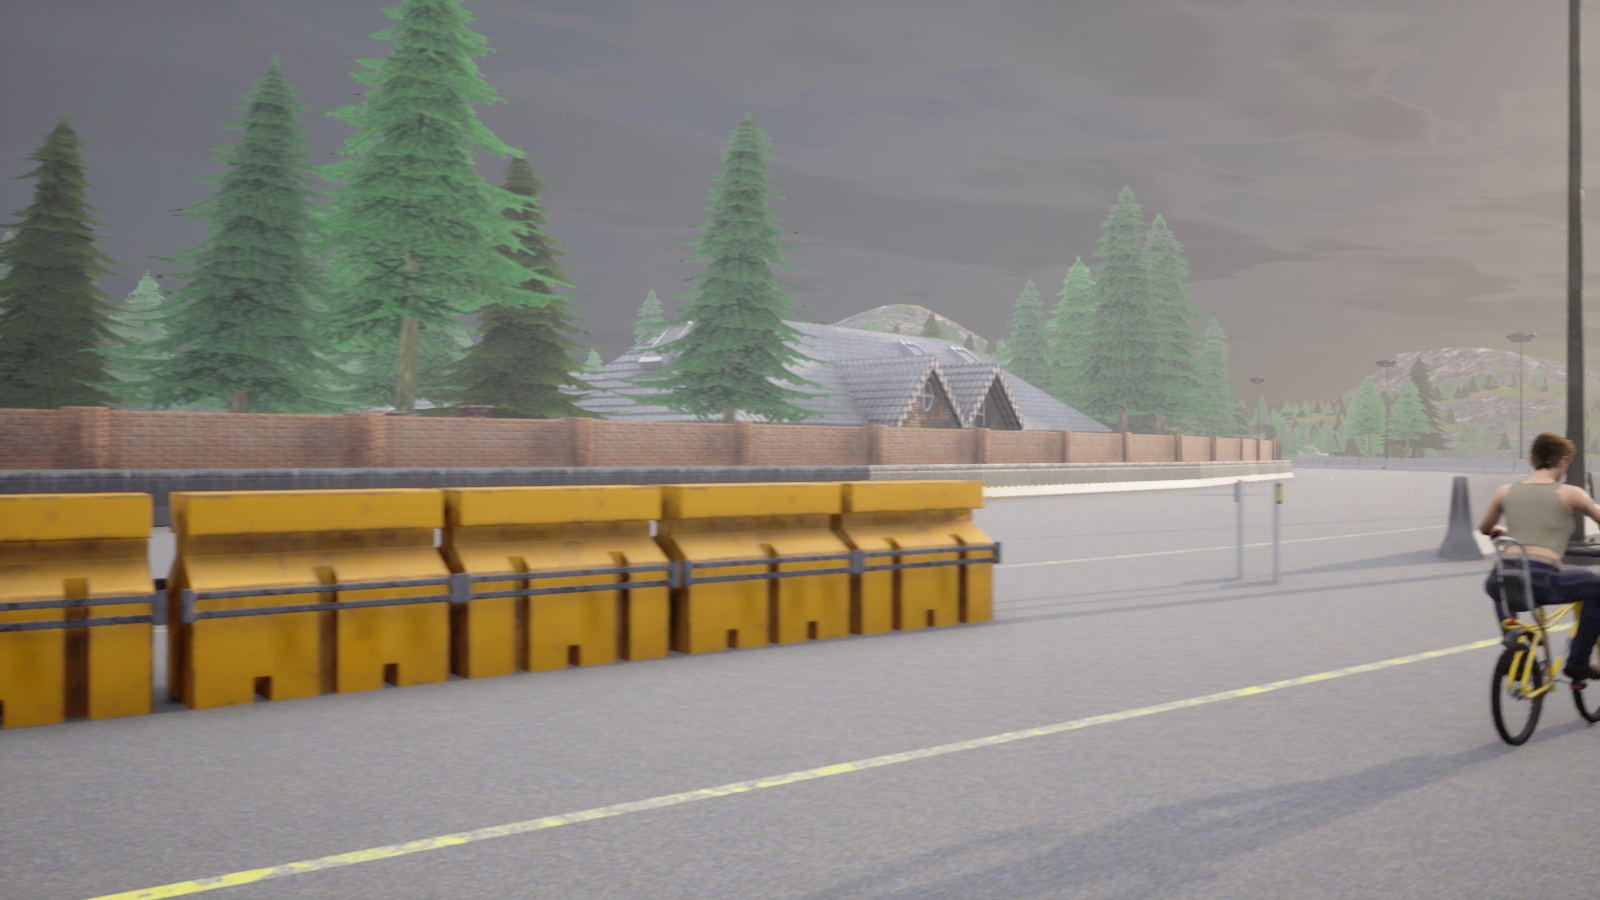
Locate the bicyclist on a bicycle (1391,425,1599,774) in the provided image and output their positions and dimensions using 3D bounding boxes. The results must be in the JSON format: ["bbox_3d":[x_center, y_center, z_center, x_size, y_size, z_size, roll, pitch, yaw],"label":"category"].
[{"bbox_3d":[3.924,0.696,6.613,1.509,1.612,0.866,0,-1,-38],"label":"bicyclist on a bicycle"}]
